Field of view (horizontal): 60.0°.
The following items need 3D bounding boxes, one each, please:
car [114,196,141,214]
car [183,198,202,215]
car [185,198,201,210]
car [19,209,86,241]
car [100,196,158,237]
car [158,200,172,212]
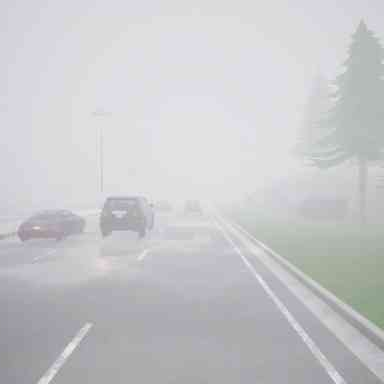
[{"bbox_3d":[-6.900,1.352,36.172,2.097,1.767,4.553,0,0,0],"label":"car"},{"bbox_3d":[0.095,1.547,34.403,2.033,1.411,5.357,0,0,0],"label":"car"},{"bbox_3d":[0.137,1.547,44.483,2.033,1.411,5.357,0,0,1],"label":"car"},{"bbox_3d":[-6.900,1.564,16.829,1.994,1.385,4.181,0,0,0],"label":"car"},{"bbox_3d":[-3.399,1.221,18.236,2.150,2.045,5.566,0,0,0],"label":"car"},{"bbox_3d":[-3.398,1.564,38.730,1.994,1.385,4.181,0,0,0],"label":"car"}]
